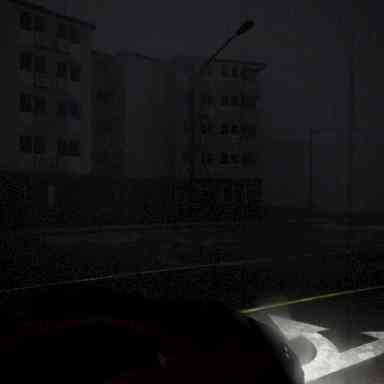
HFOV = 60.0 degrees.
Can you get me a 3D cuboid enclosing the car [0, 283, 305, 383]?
[{"bbox_3d":[-0.977,1.564,2.858,4.181,1.385,1.994,0,0,-33],"label":"car"}]
